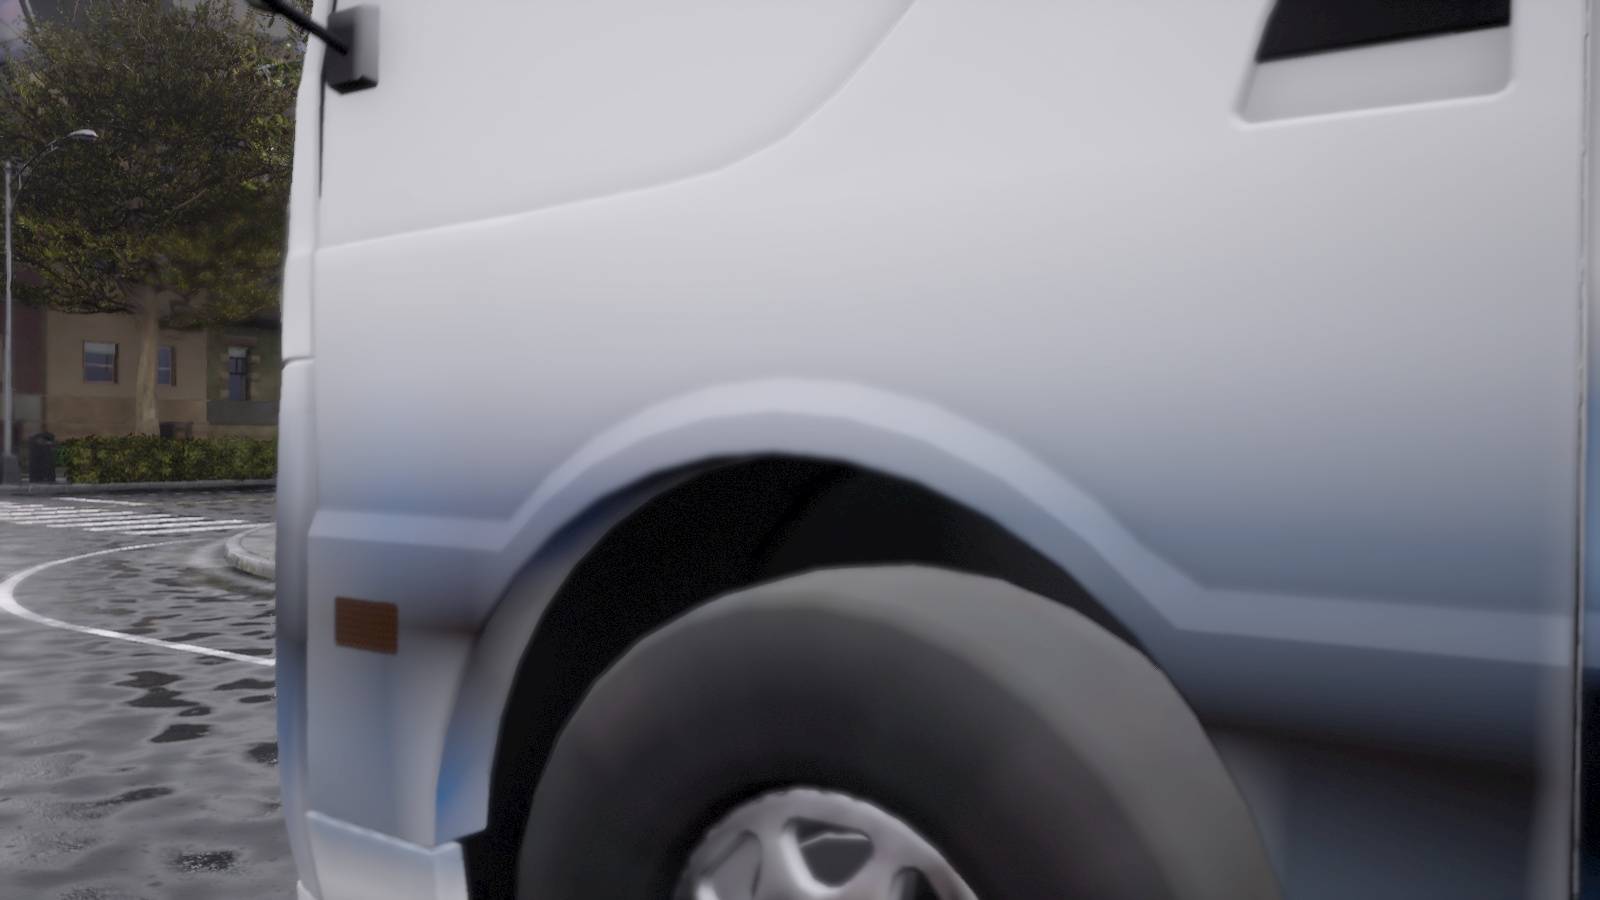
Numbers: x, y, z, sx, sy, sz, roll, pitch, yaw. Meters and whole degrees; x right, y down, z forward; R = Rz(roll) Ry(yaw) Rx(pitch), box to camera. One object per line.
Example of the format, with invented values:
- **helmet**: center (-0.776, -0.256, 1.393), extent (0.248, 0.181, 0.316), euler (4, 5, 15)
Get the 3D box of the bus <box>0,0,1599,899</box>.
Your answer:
- **bus**: center (3.374, -0.699, 1.355), extent (10.273, 4.253, 3.944), euler (0, 1, 34)
